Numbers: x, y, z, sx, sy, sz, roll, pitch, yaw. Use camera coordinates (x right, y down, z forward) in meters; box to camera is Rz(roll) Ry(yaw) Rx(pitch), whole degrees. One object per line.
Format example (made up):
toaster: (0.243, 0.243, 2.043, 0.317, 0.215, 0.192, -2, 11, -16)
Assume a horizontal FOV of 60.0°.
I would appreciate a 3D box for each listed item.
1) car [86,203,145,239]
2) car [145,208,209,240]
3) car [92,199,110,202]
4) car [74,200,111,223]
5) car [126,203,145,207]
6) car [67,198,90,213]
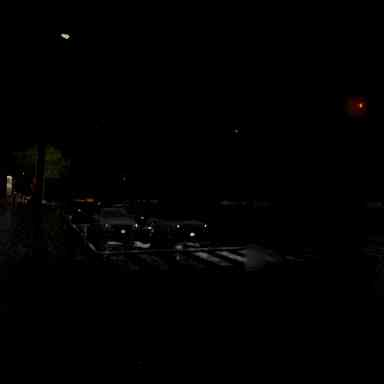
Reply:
car: (-4.173, 1.553, 17.533, 1.812, 1.442, 4.674, 2, -1, -25)
car: (-0.869, 1.747, 18.137, 1.895, 1.301, 4.718, 2, -1, -24)
car: (-10.455, 1.762, 39.963, 1.994, 1.385, 4.181, 2, -1, -24)
car: (-7.660, 1.611, 25.547, 1.994, 1.385, 4.181, 2, -1, -22)
car: (-4.619, 1.670, 26.665, 1.837, 1.490, 4.892, 2, -1, -24)
car: (-13.165, 1.678, 38.045, 1.895, 1.301, 4.718, 2, -1, -24)
